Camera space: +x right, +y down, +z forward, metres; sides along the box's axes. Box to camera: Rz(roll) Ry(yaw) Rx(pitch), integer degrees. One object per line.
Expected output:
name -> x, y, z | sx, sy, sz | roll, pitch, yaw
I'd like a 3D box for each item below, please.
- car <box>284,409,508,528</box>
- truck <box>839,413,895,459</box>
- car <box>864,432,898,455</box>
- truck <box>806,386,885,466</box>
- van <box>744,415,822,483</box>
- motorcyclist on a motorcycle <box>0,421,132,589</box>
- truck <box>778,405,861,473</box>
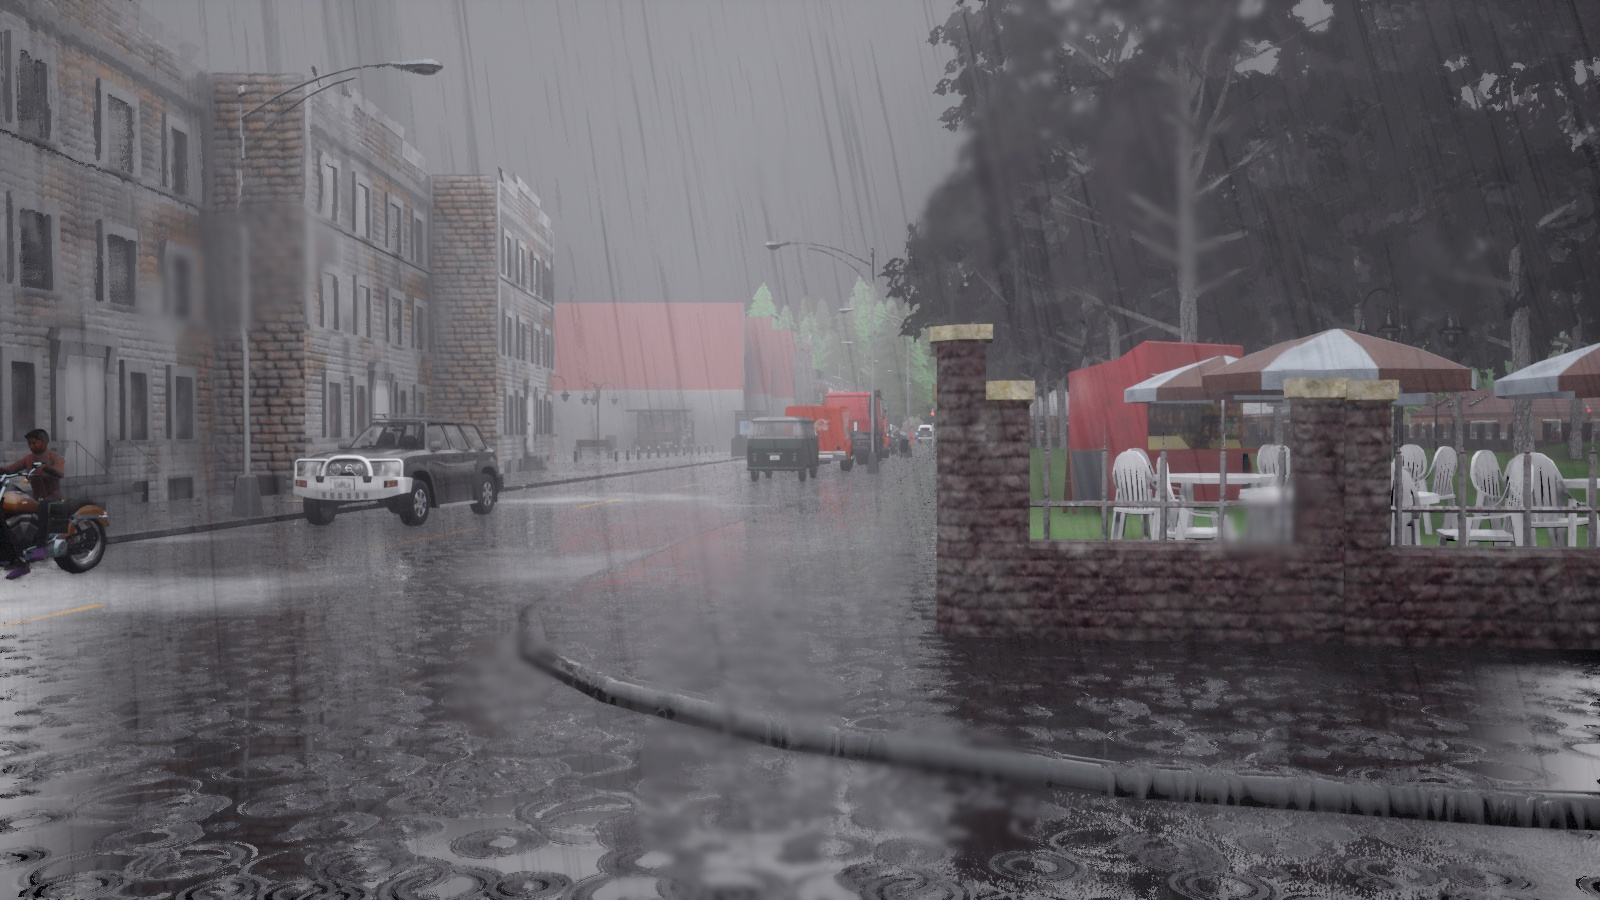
car -> -6.901, 0.250, 22.043 | 1.932, 1.855, 4.605 | 0, 1, 8
truck -> 3.763, -0.796, 69.571 | 2.627, 2.467, 5.204 | 0, 1, 8
car -> 5.194, -0.447, 79.788 | 1.812, 1.442, 4.674 | 0, 1, 8
truck -> 2.263, -1.120, 58.858 | 2.891, 3.462, 7.936 | 0, 1, 8
van -> -0.468, -0.073, 39.281 | 1.775, 1.987, 4.442 | 0, 1, 8
motorcyclist on a motorcycle -> -8.137, 0.525, 13.161 | 0.766, 1.649, 2.350 | 0, 1, 8
truck -> 0.832, -0.461, 48.557 | 2.627, 2.467, 5.204 | 0, 1, 7
